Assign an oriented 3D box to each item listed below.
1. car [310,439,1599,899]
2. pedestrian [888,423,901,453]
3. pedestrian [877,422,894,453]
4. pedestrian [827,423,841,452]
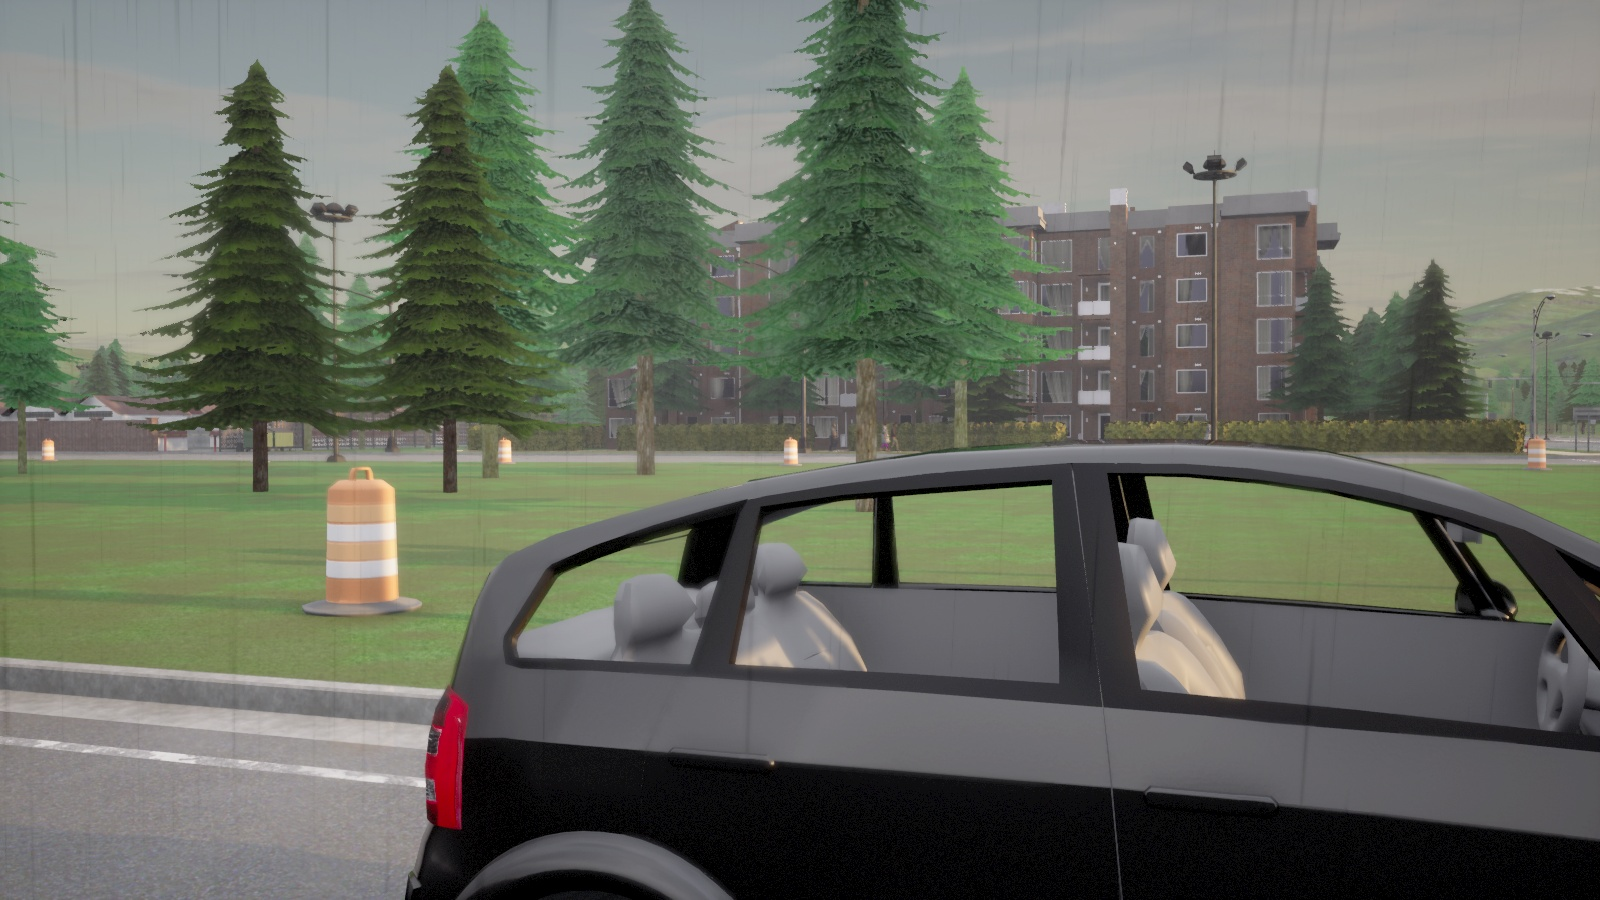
[{"bbox_3d":[1.036,0.764,2.844,3.705,1.549,1.789,0,1,19],"label":"car"},{"bbox_3d":[5.861,-0.767,77.697,0.703,1.840,0.431,1,1,21],"label":"pedestrian"},{"bbox_3d":[5.349,-0.781,78.448,0.873,1.952,0.659,1,1,19],"label":"pedestrian"},{"bbox_3d":[2.134,-0.800,78.938,0.694,1.848,0.540,1,1,19],"label":"pedestrian"}]
